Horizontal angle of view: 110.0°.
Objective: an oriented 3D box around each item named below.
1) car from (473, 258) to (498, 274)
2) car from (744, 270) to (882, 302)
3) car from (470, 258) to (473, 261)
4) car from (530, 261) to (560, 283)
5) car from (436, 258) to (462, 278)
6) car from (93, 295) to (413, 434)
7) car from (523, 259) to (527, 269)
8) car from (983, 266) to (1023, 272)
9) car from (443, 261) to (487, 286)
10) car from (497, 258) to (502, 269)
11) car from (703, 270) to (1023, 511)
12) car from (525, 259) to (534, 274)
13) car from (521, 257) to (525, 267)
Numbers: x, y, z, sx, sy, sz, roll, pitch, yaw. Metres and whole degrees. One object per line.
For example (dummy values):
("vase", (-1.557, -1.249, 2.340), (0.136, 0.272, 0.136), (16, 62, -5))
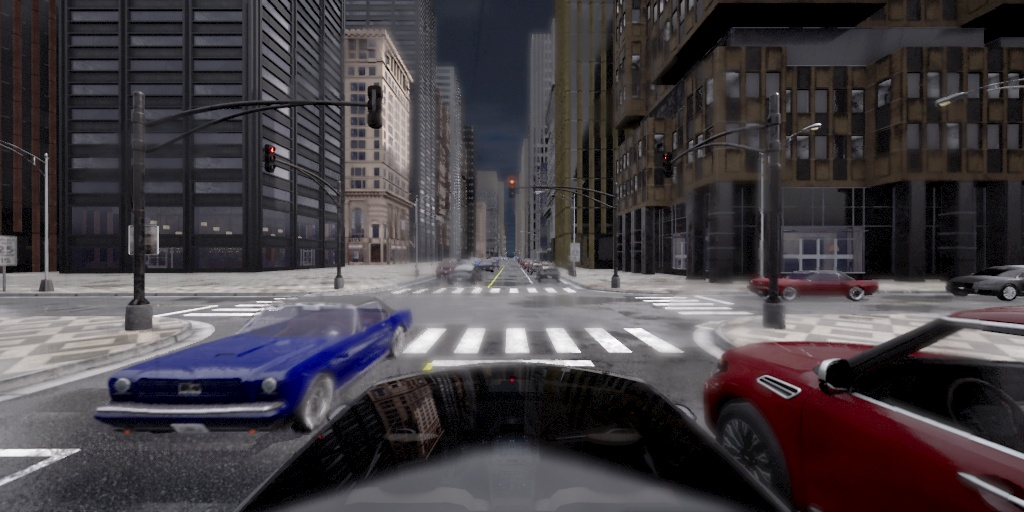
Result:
("car", (-3.077, 1.328, 42.856), (2.033, 1.411, 5.357), (0, 0, 0))
("car", (13.527, 1.323, 16.349), (4.718, 1.301, 1.895), (0, 0, 0))
("car", (-5.743, 1.217, 39.454), (1.967, 1.591, 4.097), (0, 0, 0))
("car", (2.776, 1.319, 28.177), (2.007, 1.370, 4.403), (0, 0, 0))
("car", (-5.746, 1.088, 33.812), (2.192, 1.841, 5.009), (0, 0, 0))
("car", (-3.100, 1.353, 5.655), (1.895, 1.301, 4.718), (0, 0, 0))
("car", (2.785, 1.328, 45.099), (1.888, 1.381, 4.507), (0, 0, 0))
("car", (22.961, 1.206, 16.391), (4.892, 1.490, 1.837), (0, 0, 0))
("car", (-3.261, 1.292, 25.880), (1.812, 1.442, 4.674), (0, 0, 5))
("car", (-3.031, 1.359, 56.615), (1.994, 1.385, 4.181), (0, 0, 1))
("car", (2.762, 1.064, 1.204), (2.192, 1.841, 5.009), (0, 0, 0))
("car", (2.782, 1.328, 39.458), (2.007, 1.370, 4.403), (0, 0, 0))
("car", (2.790, 1.234, 56.380), (1.967, 1.591, 4.097), (0, 0, 0))
